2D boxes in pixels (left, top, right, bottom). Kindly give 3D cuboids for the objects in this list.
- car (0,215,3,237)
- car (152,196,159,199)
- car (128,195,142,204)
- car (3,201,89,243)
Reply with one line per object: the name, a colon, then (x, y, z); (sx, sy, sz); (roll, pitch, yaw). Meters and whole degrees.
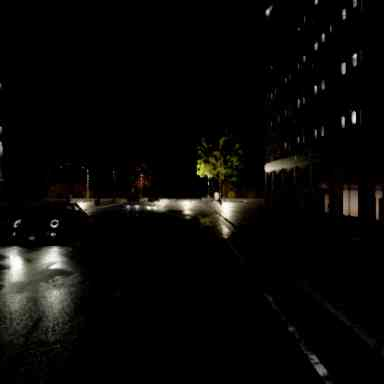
car: (-9.847, 1.569, 14.806); (1.895, 1.301, 4.718); (0, 0, 0)
car: (-6.491, 1.029, 56.817); (2.128, 1.511, 4.902); (0, 0, 0)
car: (-9.741, 1.180, 56.821); (1.812, 1.442, 4.674); (0, 0, 0)
car: (-6.597, 1.318, 15.937); (2.097, 1.767, 4.553); (0, 0, 0)
